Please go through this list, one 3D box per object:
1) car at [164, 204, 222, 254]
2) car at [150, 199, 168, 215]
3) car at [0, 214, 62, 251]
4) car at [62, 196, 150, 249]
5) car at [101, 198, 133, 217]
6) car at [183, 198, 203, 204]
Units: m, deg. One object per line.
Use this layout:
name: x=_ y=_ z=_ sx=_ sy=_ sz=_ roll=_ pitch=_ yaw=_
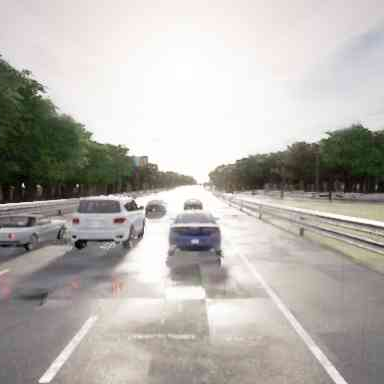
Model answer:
car: x=0.101 y=1.451 z=13.305 sx=1.882 sy=1.535 sz=5.008 roll=0 pitch=0 yaw=0
car: x=-3.398 y=1.393 z=32.075 sx=1.812 sy=1.442 sz=4.674 roll=0 pitch=1 yaw=0
car: x=-6.898 y=1.573 z=13.898 sx=1.895 sy=1.301 sz=4.718 roll=0 pitch=0 yaw=0
car: x=-3.399 y=1.193 z=14.457 sx=2.150 sy=2.045 sz=5.566 roll=0 pitch=0 yaw=0
car: x=-6.897 y=1.382 z=31.152 sx=1.837 sy=1.490 sz=4.892 roll=0 pitch=1 yaw=0
car: x=0.102 y=1.339 z=32.624 sx=1.882 sy=1.535 sz=5.008 roll=0 pitch=1 yaw=0
